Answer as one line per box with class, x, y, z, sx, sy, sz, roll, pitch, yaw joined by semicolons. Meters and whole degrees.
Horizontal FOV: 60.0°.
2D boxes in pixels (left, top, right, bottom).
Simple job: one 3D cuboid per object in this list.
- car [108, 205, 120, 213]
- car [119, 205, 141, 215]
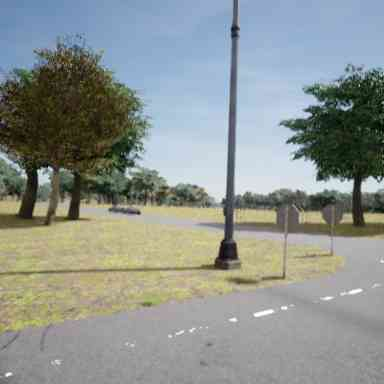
car;-14.128;3.186;62.861;2.033;1.411;5.357;4;-3;-33
car;-10.305;3.173;57.095;1.994;1.385;4.181;4;-3;-32
